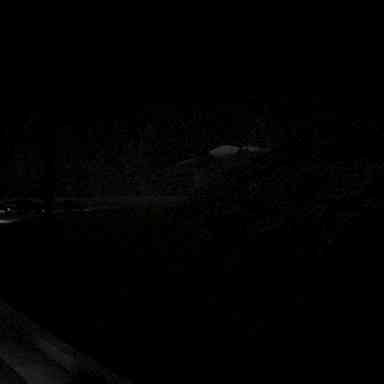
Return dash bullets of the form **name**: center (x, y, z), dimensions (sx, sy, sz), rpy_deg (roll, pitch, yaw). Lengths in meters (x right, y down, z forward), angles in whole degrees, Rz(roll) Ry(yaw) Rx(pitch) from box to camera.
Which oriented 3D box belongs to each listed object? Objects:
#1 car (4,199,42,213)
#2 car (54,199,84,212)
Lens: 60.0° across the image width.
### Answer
- **car**: center (-18.848, 1.574, 37.353), dimensions (1.837, 1.490, 4.892), rpy_deg (0, 0, 8)
- **car**: center (-14.792, 1.607, 39.947), dimensions (1.812, 1.442, 4.674), rpy_deg (0, 0, 13)
